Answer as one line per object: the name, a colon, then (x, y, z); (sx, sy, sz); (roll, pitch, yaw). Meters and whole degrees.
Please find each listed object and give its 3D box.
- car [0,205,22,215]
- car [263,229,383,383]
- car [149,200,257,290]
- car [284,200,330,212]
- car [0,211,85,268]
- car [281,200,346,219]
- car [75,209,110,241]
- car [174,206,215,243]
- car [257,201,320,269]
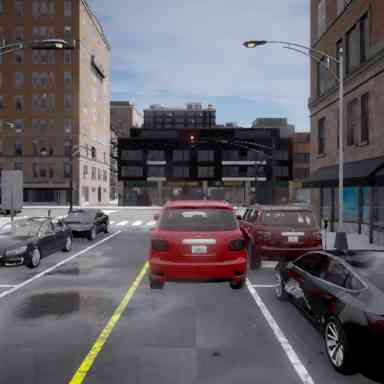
car: (-17.494, 1.522, 28.988); (4.718, 1.301, 1.895); (0, 0, 0)
car: (2.640, 1.566, 5.409); (1.947, 1.339, 4.313); (0, 0, 0)
car: (0.086, 1.221, 9.233); (2.150, 2.045, 5.566); (0, 0, -1)
car: (13.427, 1.674, 39.061); (4.718, 1.301, 1.895); (0, 0, 0)
car: (-5.381, 1.550, 11.077); (2.008, 1.369, 4.403); (0, 0, 0)
car: (10.535, 1.536, 29.096); (5.008, 1.535, 1.882); (0, 0, 0)
car: (-5.377, 1.565, 16.740); (1.947, 1.339, 4.313); (0, 0, 0)
car: (0.102, 1.525, 16.991); (1.812, 1.442, 4.674); (0, 0, 0)
car: (2.644, 1.314, 11.072); (2.192, 1.841, 5.009); (0, 0, 0)
